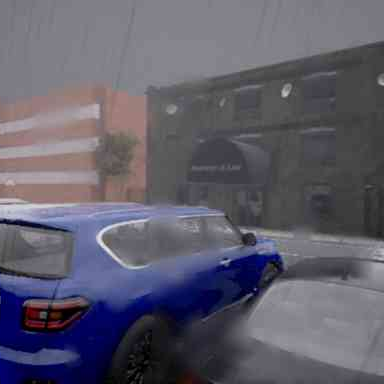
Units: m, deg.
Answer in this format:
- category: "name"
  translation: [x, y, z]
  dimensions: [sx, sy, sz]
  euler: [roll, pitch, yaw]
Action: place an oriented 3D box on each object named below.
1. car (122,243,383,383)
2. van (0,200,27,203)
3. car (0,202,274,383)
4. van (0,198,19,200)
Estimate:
- category: "car"
  translation: [1.857, 1.477, 3.662]
  dimensions: [2.097, 1.535, 5.008]
  euler: [0, 0, 36]
- category: "van"
  translation: [-2.807, 1.223, 6.853]
  dimensions: [1.878, 1.987, 4.442]
  euler: [0, 0, 36]
- category: "car"
  translation: [-0.423, 1.212, 5.330]
  dimensions: [2.435, 2.045, 5.566]
  euler: [0, 0, 36]
- category: "van"
  translation: [-7.308, 1.192, 10.066]
  dimensions: [1.878, 1.987, 4.442]
  euler: [1, 0, 36]
